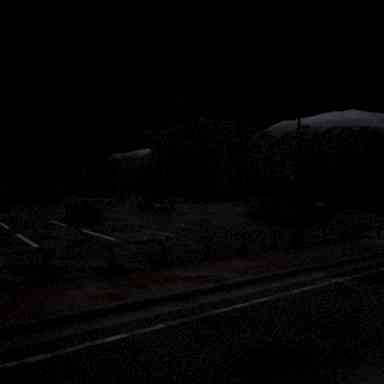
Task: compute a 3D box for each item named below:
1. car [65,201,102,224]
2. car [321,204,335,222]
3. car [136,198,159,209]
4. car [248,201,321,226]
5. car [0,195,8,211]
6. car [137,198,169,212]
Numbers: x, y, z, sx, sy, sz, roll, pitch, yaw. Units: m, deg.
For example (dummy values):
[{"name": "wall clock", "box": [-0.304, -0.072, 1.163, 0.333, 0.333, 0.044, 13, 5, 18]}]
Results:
[{"name": "car", "box": [-7.719, 1.389, 23.598, 1.845, 1.501, 3.633, 1, 0, -36]}, {"name": "car", "box": [8.889, 1.551, 26.193, 2.007, 1.523, 4.514, 1, 0, -36]}, {"name": "car", "box": [-6.365, 1.584, 47.290, 1.845, 1.501, 3.633, 1, 0, -36]}, {"name": "car", "box": [6.377, 1.512, 24.314, 2.152, 1.636, 5.027, 1, 0, -36]}, {"name": "car", "box": [-21.506, 1.131, 36.521, 1.932, 1.855, 4.605, 1, 0, -36]}, {"name": "car", "box": [-4.435, 1.566, 39.530, 1.970, 1.475, 3.806, 1, 0, -36]}]
